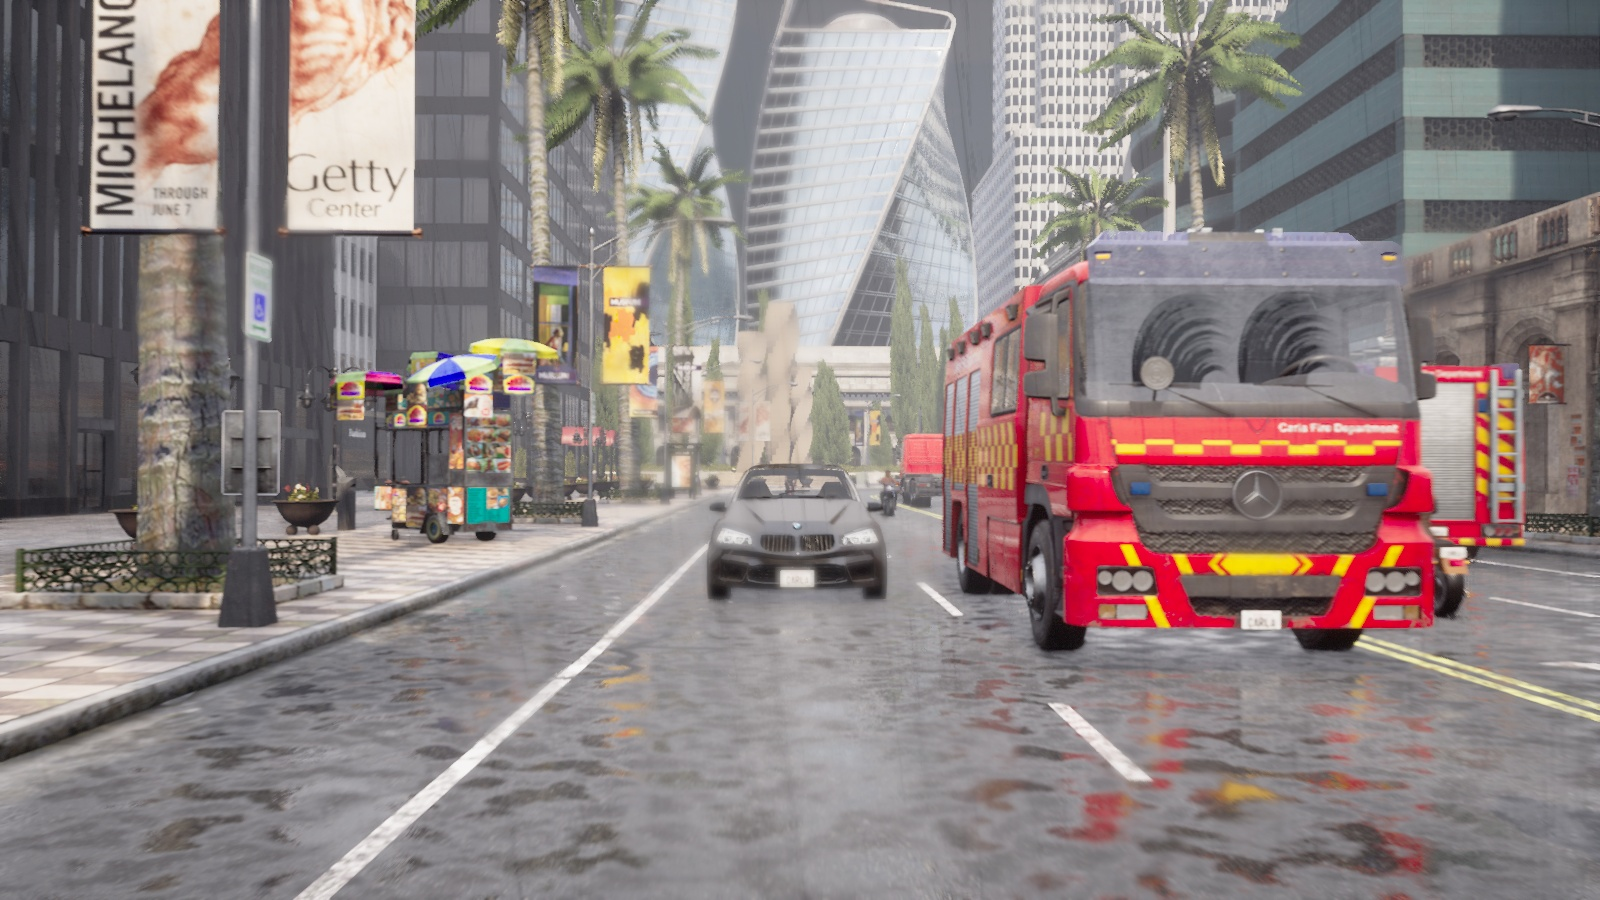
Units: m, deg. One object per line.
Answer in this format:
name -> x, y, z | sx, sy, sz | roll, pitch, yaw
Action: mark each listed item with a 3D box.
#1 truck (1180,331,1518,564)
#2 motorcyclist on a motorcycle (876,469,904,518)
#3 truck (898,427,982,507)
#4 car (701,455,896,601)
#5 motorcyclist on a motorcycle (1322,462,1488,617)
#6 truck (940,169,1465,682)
truck -> 10.347, 0.027, 24.967 | 2.891, 3.827, 8.468 | 0, -1, -1
motorcyclist on a motorcycle -> 3.099, 1.480, 43.456 | 0.766, 1.649, 2.350 | 0, -1, -1
truck -> 6.391, 0.788, 58.602 | 2.891, 3.462, 7.936 | 0, -1, -1
car -> -0.043, 0.940, 16.762 | 2.242, 1.667, 4.611 | 0, -1, -1
motorcyclist on a motorcycle -> 6.976, 0.982, 14.644 | 0.766, 1.649, 2.350 | 0, -1, 0
truck -> 3.478, -0.138, 13.623 | 2.891, 3.827, 8.468 | 0, -1, 0
